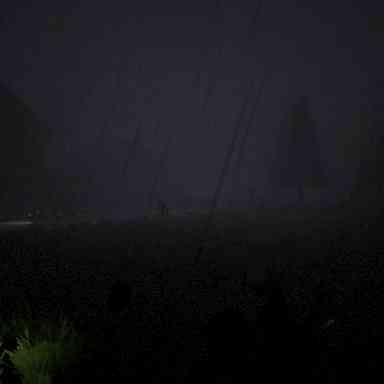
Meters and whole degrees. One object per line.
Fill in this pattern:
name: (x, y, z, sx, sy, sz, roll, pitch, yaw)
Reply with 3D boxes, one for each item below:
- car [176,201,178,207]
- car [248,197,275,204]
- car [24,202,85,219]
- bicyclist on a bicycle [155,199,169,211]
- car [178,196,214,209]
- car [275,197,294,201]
car: (-0.319, 1.298, 43.233, 1.816, 1.474, 4.193, 7, 4, 33)
car: (9.215, 1.373, 45.362, 1.812, 1.442, 4.674, 0, 0, 36)
car: (-10.074, 1.408, 24.631, 1.994, 1.385, 4.181, 0, 0, 36)
bicyclist on a bicycle: (-2.131, 1.357, 23.497, 1.656, 1.620, 0.582, 3, 2, 35)
car: (0.876, 1.348, 39.945, 1.837, 1.490, 4.892, 0, 0, 36)
car: (14.894, 1.448, 53.401, 1.895, 1.301, 4.718, 0, 0, 36)
